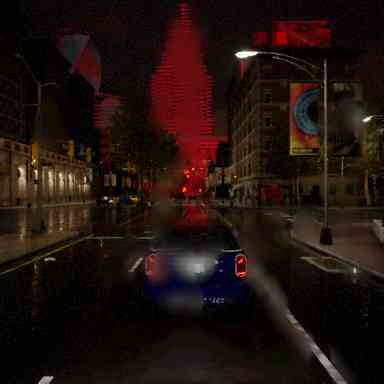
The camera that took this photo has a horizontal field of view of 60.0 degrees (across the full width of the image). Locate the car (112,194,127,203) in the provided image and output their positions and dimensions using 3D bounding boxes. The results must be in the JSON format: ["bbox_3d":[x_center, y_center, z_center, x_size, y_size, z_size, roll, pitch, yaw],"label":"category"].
[{"bbox_3d":[-14.760,1.352,68.022,2.097,1.767,4.553,0,0,0],"label":"car"}]

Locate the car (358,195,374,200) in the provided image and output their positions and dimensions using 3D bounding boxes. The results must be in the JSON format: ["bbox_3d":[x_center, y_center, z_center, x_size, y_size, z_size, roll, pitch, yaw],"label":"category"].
[{"bbox_3d":[34.687,1.481,68.621,2.231,1.521,4.892,0,0,0],"label":"car"}]

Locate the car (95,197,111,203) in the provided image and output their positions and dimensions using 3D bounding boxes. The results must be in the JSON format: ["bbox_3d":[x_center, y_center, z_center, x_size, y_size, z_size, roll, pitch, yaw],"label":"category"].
[{"bbox_3d":[-18.012,1.595,67.415,1.895,1.301,4.718,0,0,0],"label":"car"}]

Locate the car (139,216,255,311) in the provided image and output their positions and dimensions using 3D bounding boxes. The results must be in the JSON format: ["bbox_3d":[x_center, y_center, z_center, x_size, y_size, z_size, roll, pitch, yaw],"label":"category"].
[{"bbox_3d":[0.102,1.352,7.902,2.097,1.767,4.553,0,0,0],"label":"car"}]

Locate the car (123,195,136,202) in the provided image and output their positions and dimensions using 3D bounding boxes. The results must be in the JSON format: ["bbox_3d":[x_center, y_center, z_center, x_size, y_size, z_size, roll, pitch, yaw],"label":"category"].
[{"bbox_3d":[-14.723,1.525,78.423,2.128,1.511,4.902,0,0,0],"label":"car"}]

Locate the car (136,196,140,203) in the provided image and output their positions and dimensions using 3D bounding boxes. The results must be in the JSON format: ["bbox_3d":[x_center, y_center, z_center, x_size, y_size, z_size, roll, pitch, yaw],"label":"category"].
[{"bbox_3d":[-11.296,1.478,65.885,1.882,1.535,5.008,0,0,1],"label":"car"}]

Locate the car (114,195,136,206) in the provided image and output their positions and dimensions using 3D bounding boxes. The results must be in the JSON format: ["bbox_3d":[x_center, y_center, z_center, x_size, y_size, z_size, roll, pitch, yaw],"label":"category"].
[{"bbox_3d":[-11.383,1.526,56.738,1.812,1.442,4.674,0,0,0],"label":"car"}]

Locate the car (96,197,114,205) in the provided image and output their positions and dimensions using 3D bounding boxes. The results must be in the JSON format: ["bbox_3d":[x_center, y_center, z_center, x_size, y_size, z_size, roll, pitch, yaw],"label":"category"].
[{"bbox_3d":[-14.873,1.547,57.912,2.033,1.411,5.357,0,0,0],"label":"car"}]

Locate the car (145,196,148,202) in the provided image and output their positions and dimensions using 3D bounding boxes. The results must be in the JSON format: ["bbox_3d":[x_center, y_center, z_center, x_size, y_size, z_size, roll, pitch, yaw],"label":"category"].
[{"bbox_3d":[-11.232,1.553,75.758,1.994,1.385,4.181,0,0,0],"label":"car"}]
